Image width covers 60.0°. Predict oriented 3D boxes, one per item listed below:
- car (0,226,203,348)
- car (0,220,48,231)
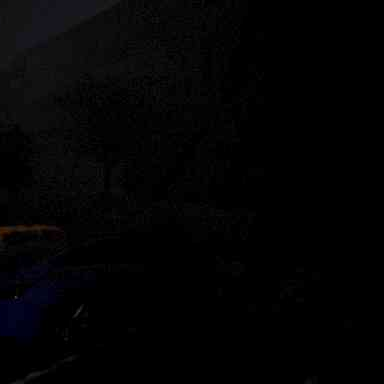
[{"bbox_3d":[-1.688,1.500,6.521,2.163,1.488,4.792,0,0,35],"label":"car"},{"bbox_3d":[-3.871,1.463,8.271,1.946,1.575,5.366,0,0,35],"label":"car"}]
